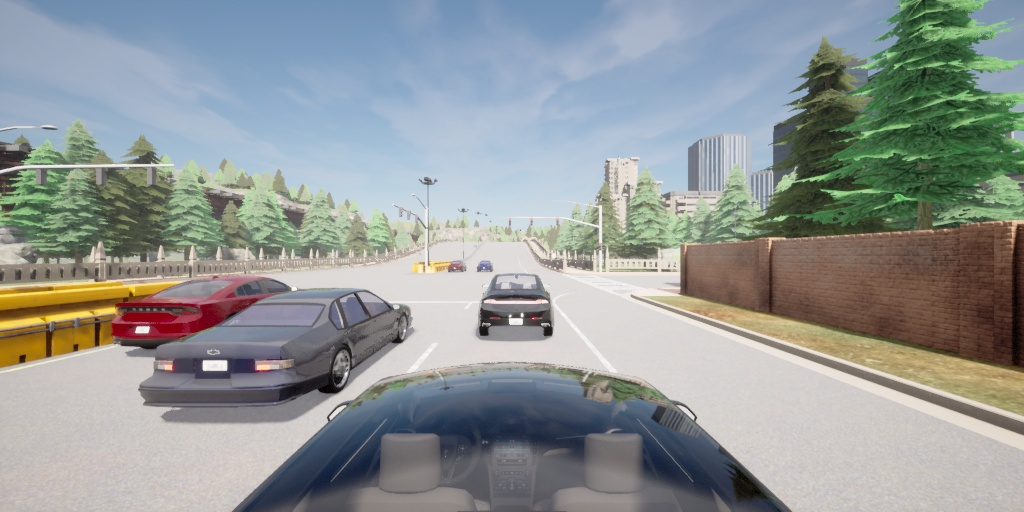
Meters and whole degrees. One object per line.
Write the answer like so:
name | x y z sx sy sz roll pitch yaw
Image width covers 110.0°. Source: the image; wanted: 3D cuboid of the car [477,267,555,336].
car | 0.130 1.242 10.353 2.128 1.511 4.902 0 0 1

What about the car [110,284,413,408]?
car | -3.398 1.297 6.607 2.033 1.411 5.357 0 0 0

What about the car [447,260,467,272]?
car | -6.887 1.276 45.323 1.812 1.442 4.674 0 0 0

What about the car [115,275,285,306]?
car | -6.898 1.228 9.171 1.882 1.535 5.008 0 0 0

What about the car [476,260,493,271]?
car | -3.391 1.276 45.729 1.812 1.442 4.674 0 0 0
